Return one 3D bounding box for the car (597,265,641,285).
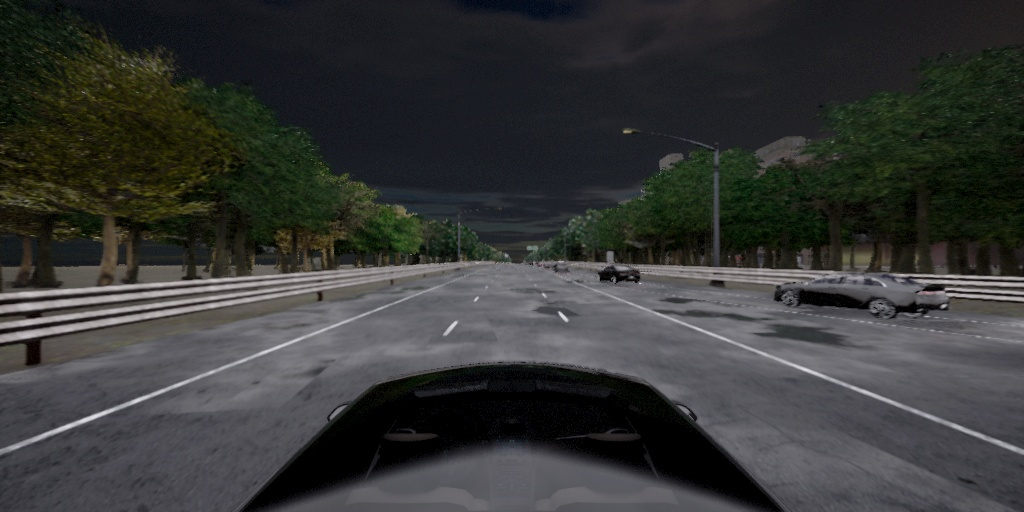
[{"bbox_3d":[8.541,1.442,29.176,1.882,1.535,5.008,0,0,-9],"label":"car"}]

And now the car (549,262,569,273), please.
[{"bbox_3d":[7.012,1.607,51.921,2.128,1.511,4.902,0,0,0],"label":"car"}]

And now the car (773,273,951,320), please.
[{"bbox_3d":[12.490,1.361,13.315,2.128,1.511,4.902,0,0,-18],"label":"car"}]
